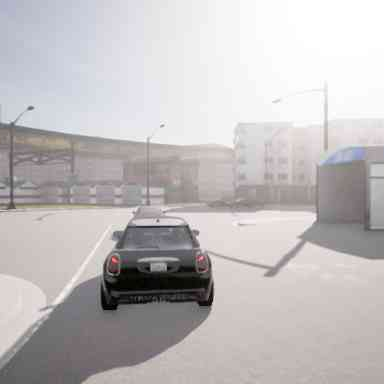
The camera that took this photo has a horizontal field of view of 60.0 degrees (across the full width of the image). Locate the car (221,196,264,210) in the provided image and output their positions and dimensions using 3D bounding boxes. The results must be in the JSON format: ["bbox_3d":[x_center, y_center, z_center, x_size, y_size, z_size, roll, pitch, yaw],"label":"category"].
[{"bbox_3d":[6.715,1.465,42.693,5.008,1.535,1.882,0,0,-12],"label":"car"}]

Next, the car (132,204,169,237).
[{"bbox_3d":[-2.422,1.520,18.966,1.812,1.442,4.674,0,0,-9],"label":"car"}]

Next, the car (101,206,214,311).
[{"bbox_3d":[-0.840,1.349,8.017,2.097,1.767,4.553,0,0,-7],"label":"car"}]

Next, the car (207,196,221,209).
[{"bbox_3d":[4.304,1.338,45.632,4.553,1.767,2.097,0,0,-14],"label":"car"}]
